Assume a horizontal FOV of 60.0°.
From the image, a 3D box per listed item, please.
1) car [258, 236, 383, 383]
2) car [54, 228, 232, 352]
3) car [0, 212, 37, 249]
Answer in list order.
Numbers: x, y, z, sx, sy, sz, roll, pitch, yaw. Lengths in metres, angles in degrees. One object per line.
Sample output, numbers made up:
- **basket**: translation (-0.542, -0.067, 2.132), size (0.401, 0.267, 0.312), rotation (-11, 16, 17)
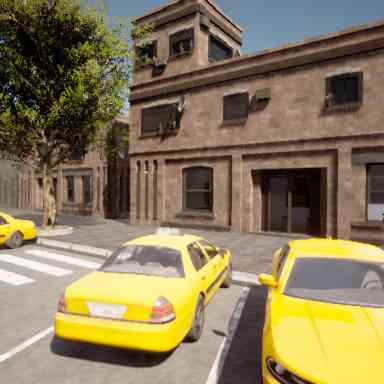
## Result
- **car**: translation (2.036, 1.482, 4.674), size (2.097, 1.535, 5.008), rotation (1, 0, 15)
- **car**: translation (-0.372, 1.472, 6.581), size (1.946, 1.575, 5.366), rotation (1, 0, 16)
- **car**: translation (-7.805, 1.357, 11.463), size (1.946, 1.575, 5.366), rotation (1, 0, 16)
